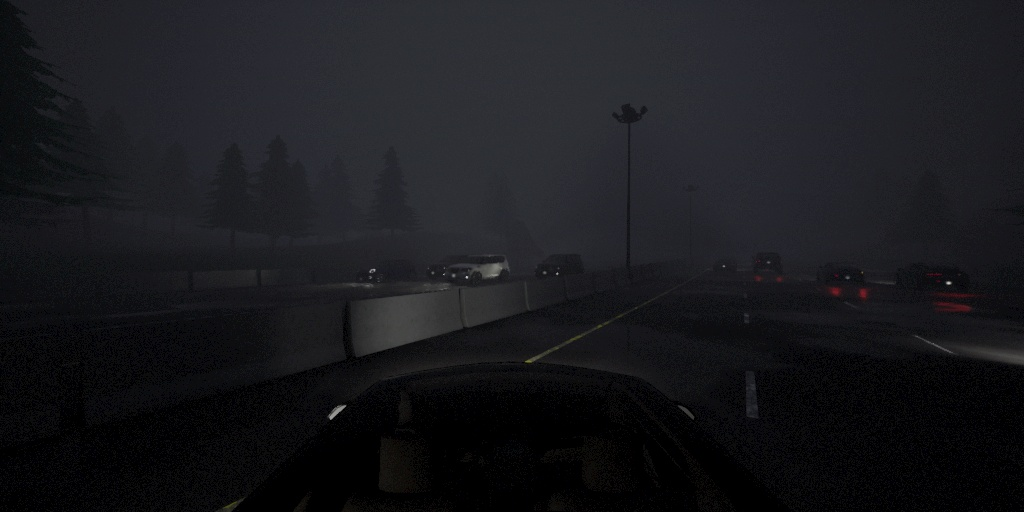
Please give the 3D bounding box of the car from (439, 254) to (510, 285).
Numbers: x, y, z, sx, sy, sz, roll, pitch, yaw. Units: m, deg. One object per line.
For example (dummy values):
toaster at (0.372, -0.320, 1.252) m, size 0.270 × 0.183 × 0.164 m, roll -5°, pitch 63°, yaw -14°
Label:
car at (-2.291, 0.897, 25.532) m, size 2.150 × 2.045 × 5.566 m, roll 0°, pitch 0°, yaw 33°

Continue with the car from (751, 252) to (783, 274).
car at (24.561, 0.627, 34.558) m, size 2.150 × 2.045 × 5.566 m, roll 0°, pitch 1°, yaw 33°

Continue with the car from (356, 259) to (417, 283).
car at (-9.489, 1.040, 27.281) m, size 2.097 × 1.767 × 4.553 m, roll 0°, pitch 0°, yaw 33°

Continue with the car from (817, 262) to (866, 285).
car at (21.960, 1.092, 24.048) m, size 1.812 × 1.442 × 4.674 m, roll 0°, pitch 1°, yaw 33°

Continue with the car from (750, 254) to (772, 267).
car at (32.640, 0.583, 47.105) m, size 2.128 × 1.511 × 4.902 m, roll 0°, pitch 1°, yaw 32°

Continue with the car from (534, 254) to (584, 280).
car at (3.895, 0.844, 28.650) m, size 2.150 × 2.045 × 5.566 m, roll 0°, pitch 1°, yaw 33°

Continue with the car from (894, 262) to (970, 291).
car at (23.865, 1.099, 20.543) m, size 1.837 × 1.490 × 4.892 m, roll 0°, pitch 1°, yaw 33°

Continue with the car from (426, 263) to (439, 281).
car at (-4.350, 0.882, 28.795) m, size 2.150 × 2.045 × 5.566 m, roll 0°, pitch 1°, yaw 33°

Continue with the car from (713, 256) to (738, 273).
car at (21.991, 0.955, 37.038) m, size 1.994 × 1.385 × 4.181 m, roll 0°, pitch 1°, yaw 33°
